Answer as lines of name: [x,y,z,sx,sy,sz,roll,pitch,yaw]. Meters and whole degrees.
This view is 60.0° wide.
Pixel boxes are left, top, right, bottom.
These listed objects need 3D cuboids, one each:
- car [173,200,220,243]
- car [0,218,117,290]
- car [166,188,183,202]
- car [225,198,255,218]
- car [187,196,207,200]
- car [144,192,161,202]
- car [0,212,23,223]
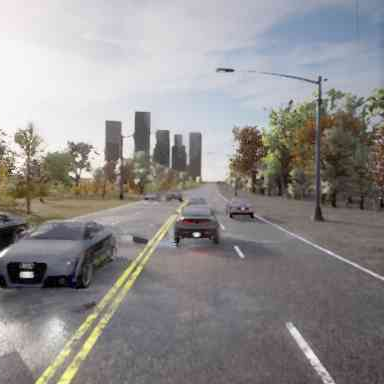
car: [0.204,1.322,15.006,1.837,1.490,4.892,1,1,1]
car: [-3.301,1.439,8.662,1.994,1.385,4.181,1,1,0]
car: [-2.524,0.405,49.010,2.150,2.045,5.566,1,1,2]
car: [3.627,1.206,25.884,2.033,1.411,5.357,1,1,1]
car: [0.479,1.090,32.208,1.994,1.385,4.181,1,1,1]
car: [-5.772,0.687,49.245,2.033,1.411,5.357,1,1,2]
car: [-6.545,1.312,9.506,2.128,1.511,4.902,1,1,0]
